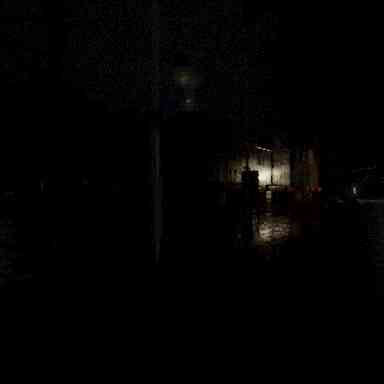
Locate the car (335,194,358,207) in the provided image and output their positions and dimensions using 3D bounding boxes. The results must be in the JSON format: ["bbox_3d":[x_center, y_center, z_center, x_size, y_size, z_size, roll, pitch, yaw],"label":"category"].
[{"bbox_3d":[22.173,1.363,47.132,1.882,1.535,5.008,-1,0,36],"label":"car"}]

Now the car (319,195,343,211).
[{"bbox_3d":[16.221,1.397,38.679,2.128,1.511,4.902,-1,0,34],"label":"car"}]
